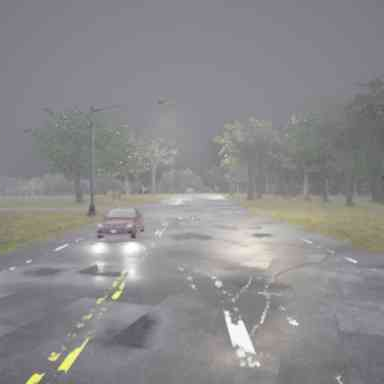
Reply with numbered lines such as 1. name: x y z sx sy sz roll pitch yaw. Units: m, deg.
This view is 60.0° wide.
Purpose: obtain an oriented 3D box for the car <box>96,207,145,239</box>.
1. car: -3.551 1.514 17.352 1.812 1.442 4.674 0 0 0
